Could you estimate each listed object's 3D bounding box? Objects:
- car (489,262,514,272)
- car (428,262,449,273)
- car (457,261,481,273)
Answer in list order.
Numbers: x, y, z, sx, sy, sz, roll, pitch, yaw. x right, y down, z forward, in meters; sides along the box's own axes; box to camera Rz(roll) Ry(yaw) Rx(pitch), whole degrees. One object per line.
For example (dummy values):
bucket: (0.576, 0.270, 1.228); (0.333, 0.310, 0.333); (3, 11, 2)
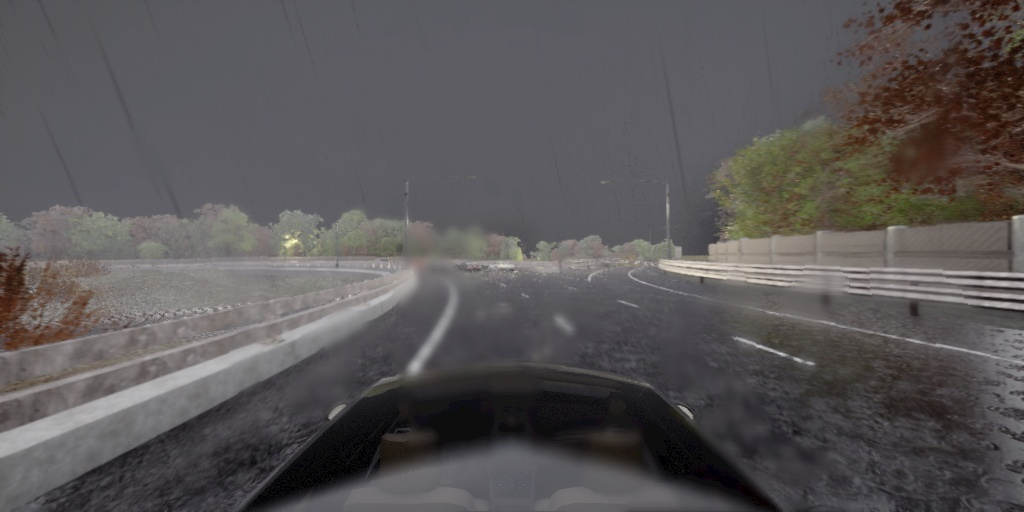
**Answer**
car: (-1.412, 1.374, 45.332); (1.895, 1.301, 4.718); (-1, 0, -22)
car: (-9.713, 1.453, 46.788); (1.812, 1.442, 4.674); (-1, 0, -25)
car: (-5.586, 1.398, 46.386); (2.033, 1.411, 5.357); (-1, 0, -24)
